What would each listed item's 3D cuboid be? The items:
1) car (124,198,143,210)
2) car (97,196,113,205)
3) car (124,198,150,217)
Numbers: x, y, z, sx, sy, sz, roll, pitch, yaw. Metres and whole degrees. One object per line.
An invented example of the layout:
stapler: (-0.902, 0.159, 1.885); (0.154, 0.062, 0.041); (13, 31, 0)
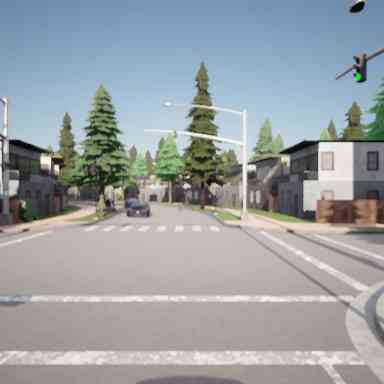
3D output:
car: (-7.897, 1.520, 44.531); (1.812, 1.442, 4.674); (0, 0, -19)
car: (-15.729, 1.533, 60.326); (2.128, 1.511, 4.902); (0, 0, -36)
car: (-4.848, 1.549, 30.594); (1.994, 1.385, 4.181); (0, 0, -5)
